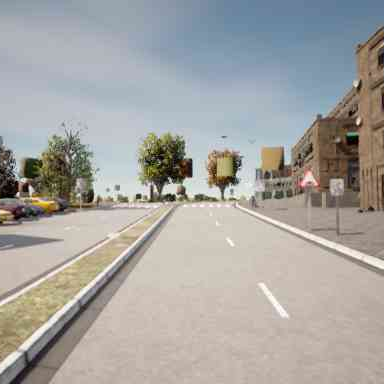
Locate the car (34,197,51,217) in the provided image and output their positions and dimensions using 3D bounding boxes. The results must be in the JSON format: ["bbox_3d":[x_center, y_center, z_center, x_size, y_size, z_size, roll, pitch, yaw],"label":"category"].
[{"bbox_3d":[-14.390,1.290,26.613,4.892,1.521,2.231,0,1,0],"label":"car"}]

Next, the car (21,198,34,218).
[{"bbox_3d":[-14.417,1.350,23.862,4.792,1.488,2.163,0,0,0],"label":"car"}]

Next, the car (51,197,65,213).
[{"bbox_3d":[-14.374,1.257,29.366,5.008,1.535,2.097,0,1,0],"label":"car"}]

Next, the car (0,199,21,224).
[{"bbox_3d":[-14.207,1.342,21.102,5.366,1.575,1.946,0,0,0],"label":"car"}]

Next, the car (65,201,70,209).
[{"bbox_3d":[-14.368,1.224,32.120,4.892,1.521,2.231,0,1,0],"label":"car"}]
